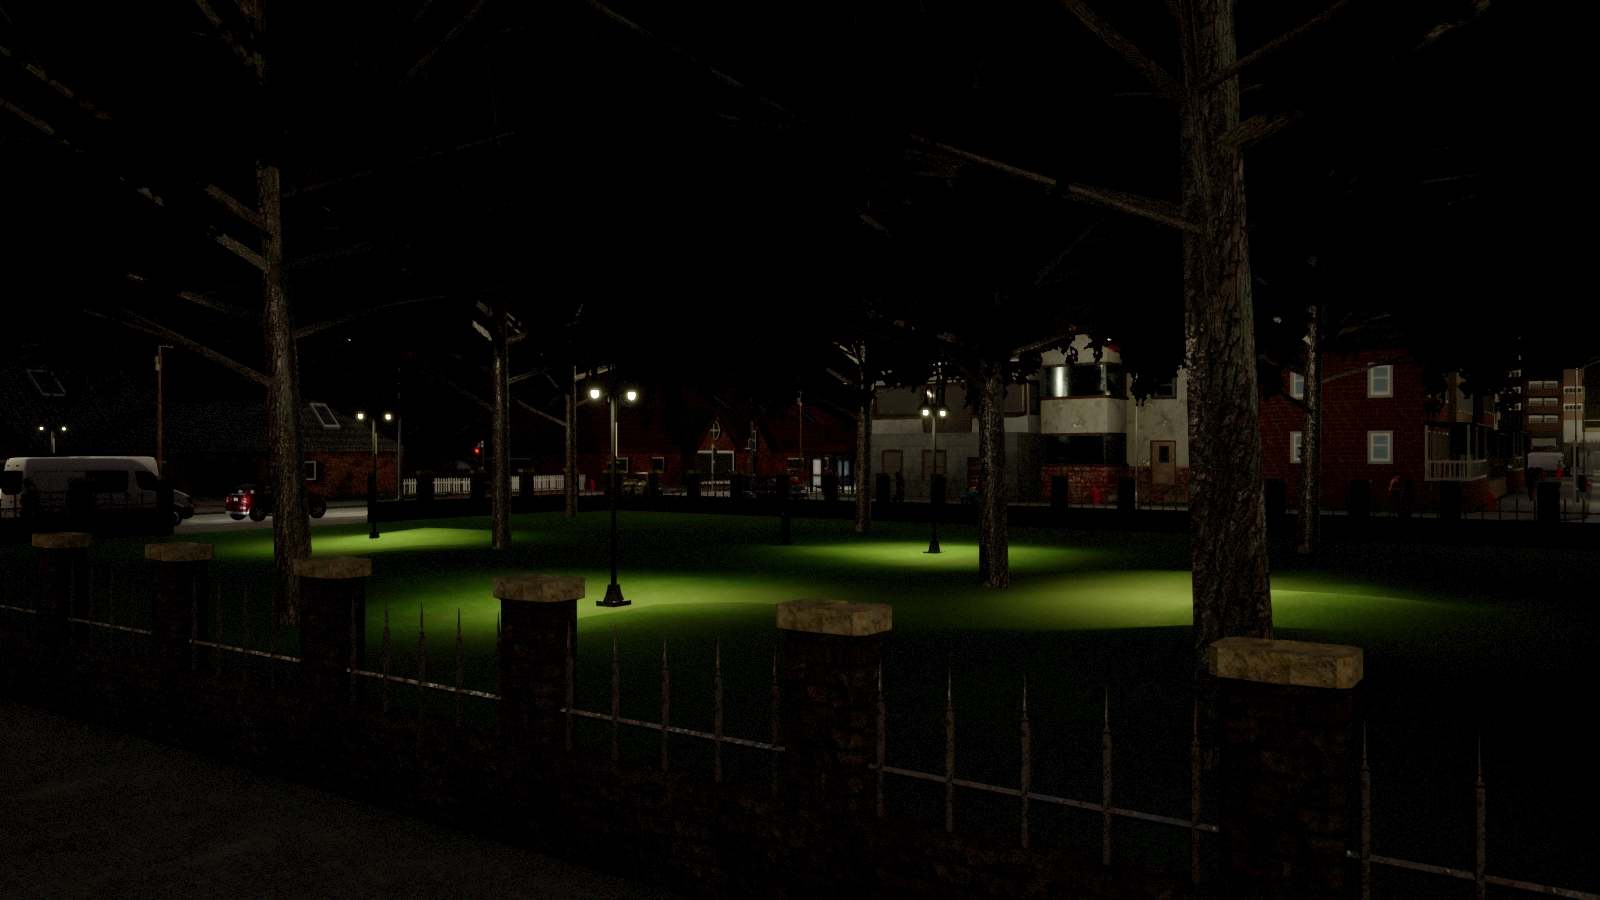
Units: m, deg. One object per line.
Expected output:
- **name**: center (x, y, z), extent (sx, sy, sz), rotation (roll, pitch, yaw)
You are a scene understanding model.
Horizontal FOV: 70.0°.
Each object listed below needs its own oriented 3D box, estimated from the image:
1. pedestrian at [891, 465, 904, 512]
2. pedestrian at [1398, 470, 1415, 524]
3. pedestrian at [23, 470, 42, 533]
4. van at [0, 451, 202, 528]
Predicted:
- **pedestrian**: center (3.891, 1.524, 45.479), extent (0.375, 1.860, 0.375), rotation (0, 0, 35)
- **pedestrian**: center (20.958, 1.628, 39.500), extent (0.375, 1.860, 0.375), rotation (0, 0, -23)
- **pedestrian**: center (-23.004, 1.525, 34.233), extent (0.375, 1.860, 0.375), rotation (0, 0, 40)
- **van**: center (-24.847, 1.314, 40.778), extent (1.988, 2.561, 5.915), rotation (0, 0, 36)
